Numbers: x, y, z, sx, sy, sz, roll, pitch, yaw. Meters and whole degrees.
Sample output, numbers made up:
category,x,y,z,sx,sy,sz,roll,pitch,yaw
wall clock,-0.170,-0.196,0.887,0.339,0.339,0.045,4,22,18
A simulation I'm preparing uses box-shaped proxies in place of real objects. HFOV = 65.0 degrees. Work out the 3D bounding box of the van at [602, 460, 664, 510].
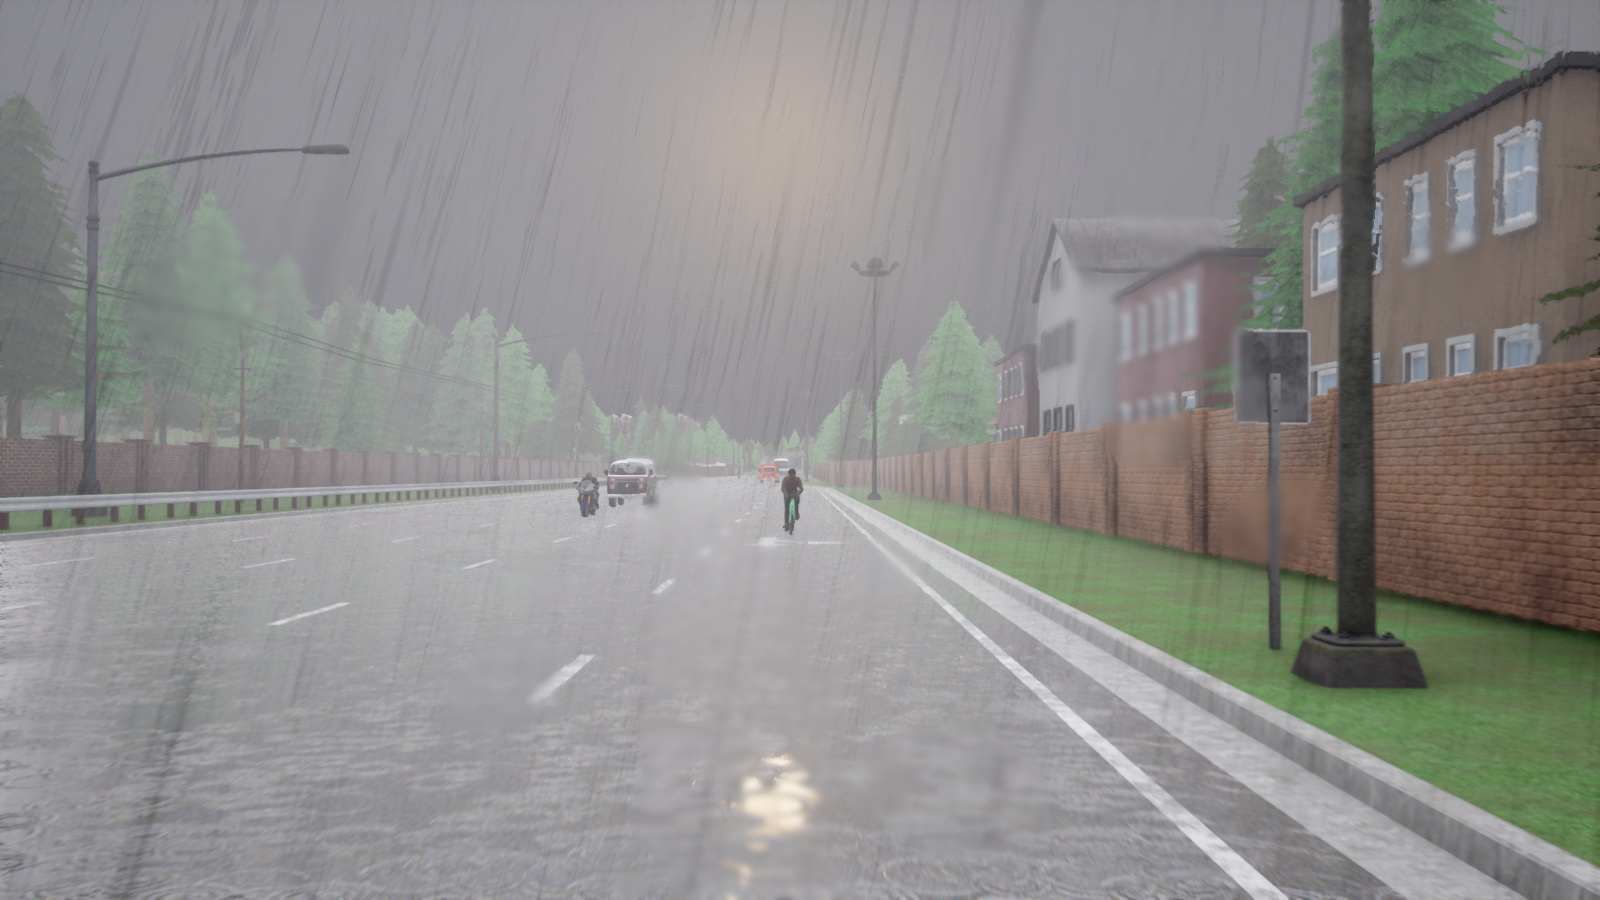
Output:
category,x,y,z,sx,sy,sz,roll,pitch,yaw
van,-7.133,1.470,53.994,2.069,2.038,4.480,0,-1,0

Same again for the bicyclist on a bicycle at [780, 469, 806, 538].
category,x,y,z,sx,sy,sz,roll,pitch,yaw
bicyclist on a bicycle,-0.179,1.281,30.615,0.582,1.620,1.656,0,0,-3

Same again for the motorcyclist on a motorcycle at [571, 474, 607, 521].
category,x,y,z,sx,sy,sz,roll,pitch,yaw
motorcyclist on a motorcycle,-7.104,1.587,42.356,0.866,1.530,2.191,0,-1,0
